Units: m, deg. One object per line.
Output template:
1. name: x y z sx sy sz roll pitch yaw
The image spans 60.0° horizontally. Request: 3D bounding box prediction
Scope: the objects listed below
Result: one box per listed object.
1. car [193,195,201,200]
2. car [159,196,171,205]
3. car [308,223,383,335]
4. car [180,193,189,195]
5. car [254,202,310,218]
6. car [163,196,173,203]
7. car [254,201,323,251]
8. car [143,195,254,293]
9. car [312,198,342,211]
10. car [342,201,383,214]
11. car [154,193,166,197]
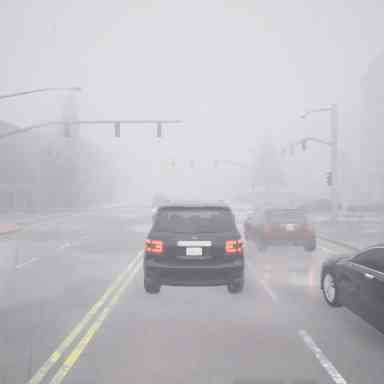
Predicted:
1. car: 1.445 1.552 90.370 1.994 1.385 4.181 0 0 -1
2. car: -4.895 1.477 60.273 1.882 1.535 5.008 0 0 -1
3. car: 3.606 1.505 5.087 1.837 1.490 4.892 0 0 0
4. car: -1.810 1.496 80.223 1.837 1.490 4.892 0 0 -1
5. car: 8.115 1.601 30.311 4.718 1.301 1.895 0 0 5
6. car: -5.100 1.524 71.535 1.812 1.442 4.674 0 0 -1
7. car: 3.532 1.352 14.168 2.097 1.767 4.553 0 0 0
8. car: 0.052 1.221 8.989 2.150 2.045 5.566 0 0 0
9. car: 14.428 1.505 37.571 4.892 1.490 1.837 0 0 -2
10. car: 18.479 1.601 34.180 4.718 1.301 1.895 0 0 -2
11. car: -4.618 1.220 48.310 2.150 2.045 5.566 0 0 -2
